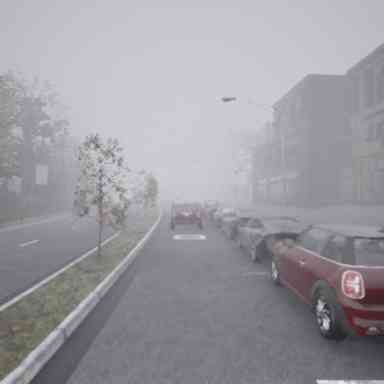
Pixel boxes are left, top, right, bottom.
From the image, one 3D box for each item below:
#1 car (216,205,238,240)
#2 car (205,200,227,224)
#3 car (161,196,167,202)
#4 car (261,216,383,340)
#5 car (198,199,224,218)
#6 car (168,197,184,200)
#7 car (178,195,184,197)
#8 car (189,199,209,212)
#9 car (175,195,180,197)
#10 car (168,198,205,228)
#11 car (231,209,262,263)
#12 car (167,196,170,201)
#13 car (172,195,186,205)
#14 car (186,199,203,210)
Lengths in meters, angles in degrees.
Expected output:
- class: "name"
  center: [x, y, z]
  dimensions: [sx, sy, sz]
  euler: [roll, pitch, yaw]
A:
- class: "car"
  center: [2.783, 1.659, 18.087]
  dimensions: [2.163, 1.488, 4.792]
  euler: [0, 0, -2]
- class: "car"
  center: [2.259, 1.741, 29.207]
  dimensions: [2.163, 1.488, 4.792]
  euler: [0, 0, -3]
- class: "car"
  center: [-6.329, 1.965, 89.904]
  dimensions: [1.946, 1.575, 5.366]
  euler: [0, 0, -13]
- class: "car"
  center: [3.060, 1.415, 6.785]
  dimensions: [2.185, 1.767, 4.553]
  euler: [1, 0, 0]
- class: "car"
  center: [1.881, 1.624, 34.695]
  dimensions: [2.185, 1.767, 4.553]
  euler: [0, 0, -4]
- class: "car"
  center: [-1.691, 1.782, 41.406]
  dimensions: [1.882, 1.535, 5.008]
  euler: [0, 0, -5]
- class: "car"
  center: [-1.103, 1.911, 62.560]
  dimensions: [1.946, 1.575, 5.366]
  euler: [0, 0, -8]
- class: "car"
  center: [0.905, 1.822, 45.797]
  dimensions: [2.231, 1.521, 4.892]
  euler: [0, 0, -5]
- class: "car"
  center: [-1.943, 1.933, 68.061]
  dimensions: [1.946, 1.575, 5.366]
  euler: [0, 0, -9]
- class: "car"
  center: [-0.455, 1.538, 23.693]
  dimensions: [2.097, 1.767, 4.553]
  euler: [0, 0, -3]
- class: "car"
  center: [2.951, 1.615, 12.405]
  dimensions: [2.163, 1.488, 4.792]
  euler: [0, 0, -1]
- class: "car"
  center: [-3.880, 1.964, 78.847]
  dimensions: [2.231, 1.521, 4.892]
  euler: [0, 0, -11]
- class: "car"
  center: [-2.862, 1.700, 73.394]
  dimensions: [2.435, 2.045, 5.566]
  euler: [0, 0, -10]
- class: "car"
  center: [0.311, 1.854, 51.327]
  dimensions: [2.097, 1.535, 5.008]
  euler: [0, 0, -6]
